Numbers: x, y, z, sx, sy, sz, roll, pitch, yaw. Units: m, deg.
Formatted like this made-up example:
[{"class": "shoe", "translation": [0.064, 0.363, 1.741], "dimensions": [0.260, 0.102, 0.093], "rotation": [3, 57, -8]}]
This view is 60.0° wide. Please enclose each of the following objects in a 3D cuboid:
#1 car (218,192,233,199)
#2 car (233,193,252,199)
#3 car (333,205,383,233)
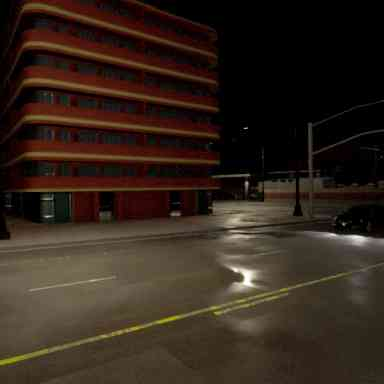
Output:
[{"class": "car", "translation": [8.949, 0.930, 86.191], "dimensions": [4.611, 1.667, 2.242], "rotation": [-1, 1, -35]}, {"class": "car", "translation": [12.919, 1.061, 81.968], "dimensions": [3.806, 1.475, 1.970], "rotation": [-1, 1, -35]}, {"class": "car", "translation": [10.401, 1.543, 19.871], "dimensions": [4.892, 1.490, 1.837], "rotation": [0, 0, -35]}]
